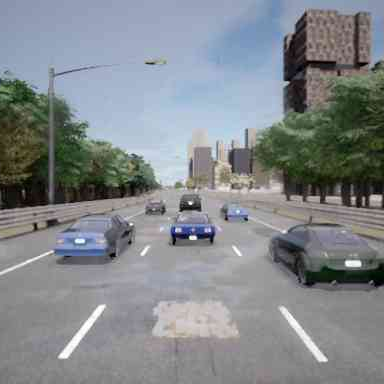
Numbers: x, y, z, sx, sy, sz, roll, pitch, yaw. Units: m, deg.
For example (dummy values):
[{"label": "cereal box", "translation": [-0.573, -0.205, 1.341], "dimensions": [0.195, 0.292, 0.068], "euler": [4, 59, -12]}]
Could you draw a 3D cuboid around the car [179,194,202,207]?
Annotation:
[{"label": "car", "translation": [-0.179, 1.199, 34.095], "dimensions": [2.150, 2.045, 5.566], "euler": [0, 0, -1]}]

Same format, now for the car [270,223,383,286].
[{"label": "car", "translation": [3.570, 1.561, 9.388], "dimensions": [1.994, 1.385, 4.181], "euler": [0, 0, 0]}]

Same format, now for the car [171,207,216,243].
[{"label": "car", "translation": [0.024, 1.596, 15.903], "dimensions": [1.895, 1.301, 4.718], "euler": [0, 0, -1]}]

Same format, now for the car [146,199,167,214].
[{"label": "car", "translation": [-3.690, 1.469, 34.708], "dimensions": [2.128, 1.511, 4.902], "euler": [0, 0, -1]}]

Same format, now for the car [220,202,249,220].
[{"label": "car", "translation": [3.416, 1.531, 27.529], "dimensions": [2.033, 1.411, 5.357], "euler": [0, 0, -1]}]

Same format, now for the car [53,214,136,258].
[{"label": "car", "translation": [-3.444, 1.545, 12.692], "dimensions": [2.033, 1.411, 5.357], "euler": [0, 0, 0]}]
